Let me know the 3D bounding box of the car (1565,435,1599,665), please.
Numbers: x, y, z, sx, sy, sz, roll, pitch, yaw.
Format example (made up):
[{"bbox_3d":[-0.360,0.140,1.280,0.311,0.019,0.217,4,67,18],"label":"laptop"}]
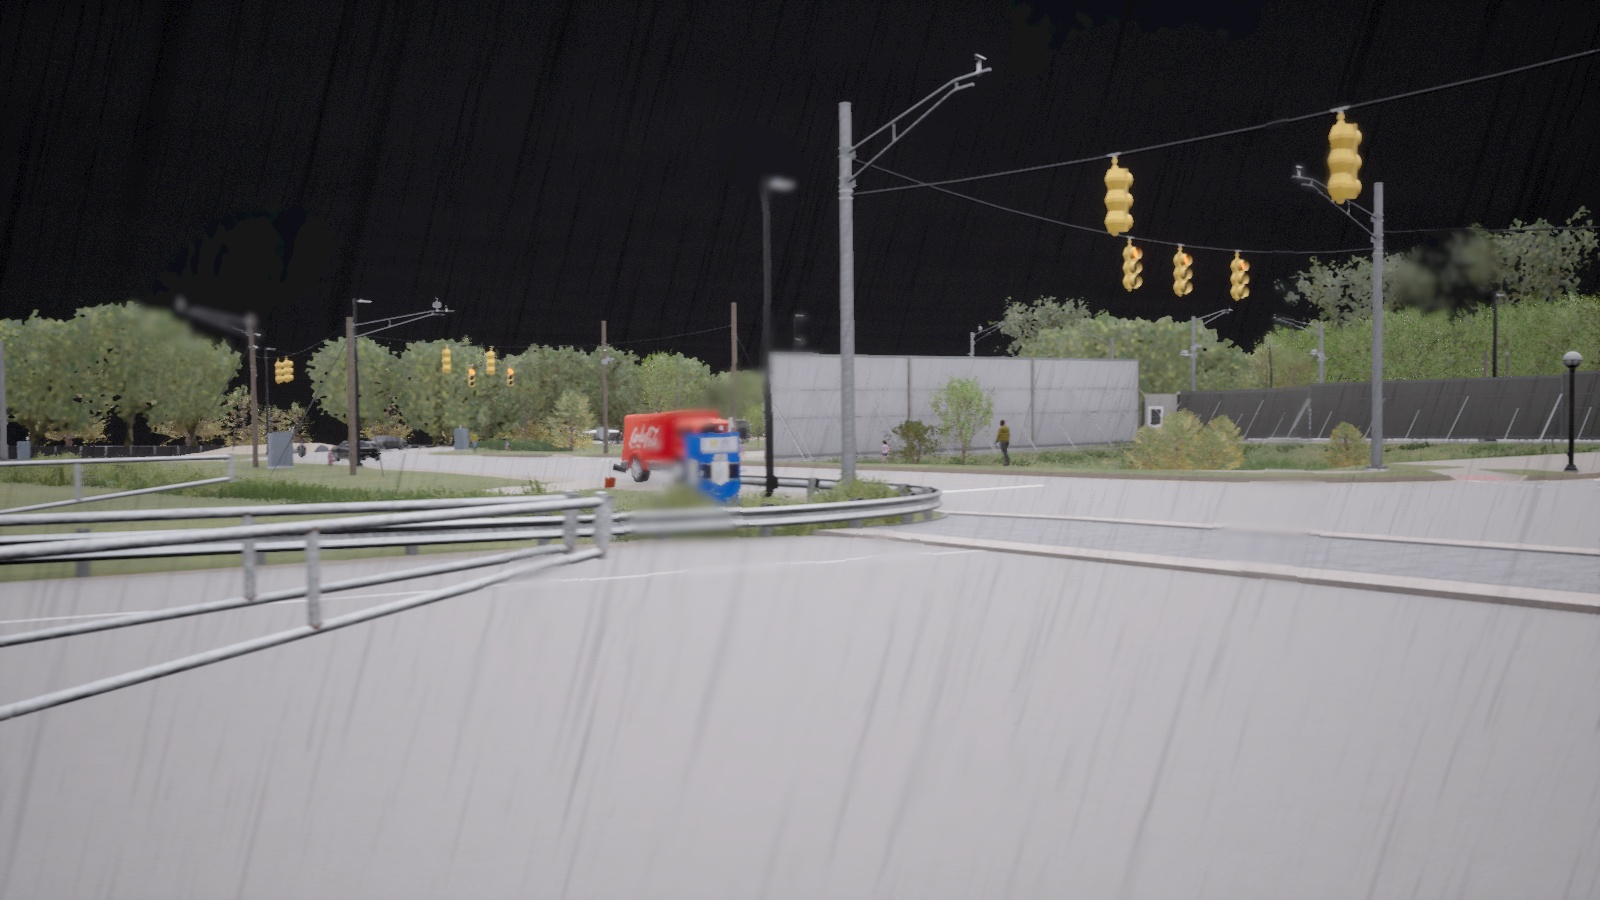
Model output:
[{"bbox_3d":[7.625,0.603,9.105,4.514,1.525,2.007,-2,2,-37],"label":"car"}]

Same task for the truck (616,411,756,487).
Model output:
[{"bbox_3d":[-4.084,-0.080,44.246,2.627,2.467,5.204,-2,2,-35],"label":"truck"}]

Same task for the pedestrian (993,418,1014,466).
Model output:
[{"bbox_3d":[7.904,-0.326,48.788,0.370,1.835,0.726,-2,3,-34],"label":"pedestrian"}]

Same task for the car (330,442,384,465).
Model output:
[{"bbox_3d":[-27.660,0.185,78.266,1.895,1.301,4.718,-2,2,-35],"label":"car"}]
